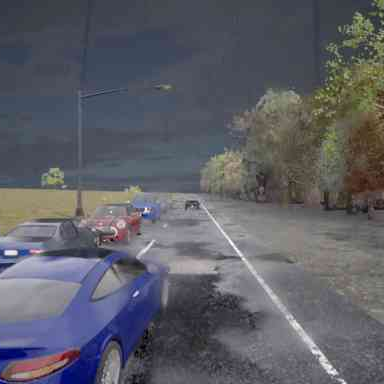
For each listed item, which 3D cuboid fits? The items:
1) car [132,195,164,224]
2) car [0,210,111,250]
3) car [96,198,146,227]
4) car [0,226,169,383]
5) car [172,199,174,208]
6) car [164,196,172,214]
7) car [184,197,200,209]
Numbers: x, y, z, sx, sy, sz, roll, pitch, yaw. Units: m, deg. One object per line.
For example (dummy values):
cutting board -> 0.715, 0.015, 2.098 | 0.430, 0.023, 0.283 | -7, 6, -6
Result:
car -> -3.623, 1.223, 25.251 | 2.150, 2.045, 5.566 | 0, 0, -1
car -> -4.431, 1.549, 10.746 | 2.033, 1.411, 5.357 | 0, 0, 1
car -> -3.692, 1.354, 15.601 | 2.097, 1.767, 4.553 | 0, 0, 1
car -> -1.573, 1.526, 4.790 | 1.812, 1.442, 4.674 | 0, 0, 7
car -> -3.627, 1.347, 45.262 | 2.097, 1.767, 4.553 | 0, 0, 0
car -> -3.620, 1.351, 35.256 | 2.097, 1.767, 4.553 | 0, 0, 0
car -> 0.027, 1.501, 44.337 | 1.837, 1.490, 4.892 | 0, 0, 0
